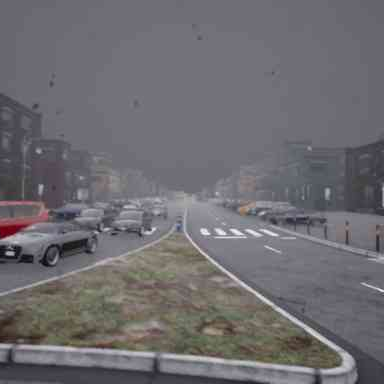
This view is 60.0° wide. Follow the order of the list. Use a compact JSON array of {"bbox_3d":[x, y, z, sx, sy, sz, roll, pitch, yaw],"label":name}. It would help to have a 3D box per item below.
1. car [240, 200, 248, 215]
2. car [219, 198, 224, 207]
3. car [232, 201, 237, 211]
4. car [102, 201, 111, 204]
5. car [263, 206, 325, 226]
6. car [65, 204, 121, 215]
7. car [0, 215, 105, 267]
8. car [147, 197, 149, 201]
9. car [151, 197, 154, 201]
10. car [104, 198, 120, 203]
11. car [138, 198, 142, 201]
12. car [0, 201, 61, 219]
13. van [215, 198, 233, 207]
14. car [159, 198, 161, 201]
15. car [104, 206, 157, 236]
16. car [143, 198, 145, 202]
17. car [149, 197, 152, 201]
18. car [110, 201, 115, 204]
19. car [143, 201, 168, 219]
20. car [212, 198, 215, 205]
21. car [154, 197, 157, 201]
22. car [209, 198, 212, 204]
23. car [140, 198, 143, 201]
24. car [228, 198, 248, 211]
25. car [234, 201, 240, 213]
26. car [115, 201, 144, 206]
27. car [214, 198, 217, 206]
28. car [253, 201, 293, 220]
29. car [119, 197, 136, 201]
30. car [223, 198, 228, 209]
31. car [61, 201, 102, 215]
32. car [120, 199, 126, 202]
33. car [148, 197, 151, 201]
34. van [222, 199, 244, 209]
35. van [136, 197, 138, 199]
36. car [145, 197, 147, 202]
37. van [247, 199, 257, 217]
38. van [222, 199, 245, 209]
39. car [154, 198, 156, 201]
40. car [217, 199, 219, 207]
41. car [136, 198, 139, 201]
[{"bbox_3d":[8.925,2.260,42.825,4.553,1.767,2.185,1,-1,-1],"label":"car"},{"bbox_3d":[8.607,2.385,65.055,5.566,2.045,2.435,1,-1,-1],"label":"car"},{"bbox_3d":[8.819,2.446,48.380,4.892,1.521,2.231,1,-1,-1],"label":"car"},{"bbox_3d":[-11.132,1.933,33.348,5.008,1.535,2.097,1,-1,-1],"label":"car"},{"bbox_3d":[9.060,2.217,29.045,4.792,1.488,2.163,1,-1,-1],"label":"car"},{"bbox_3d":[-6.625,1.858,22.814,1.837,1.490,4.892,1,-1,2],"label":"car"},{"bbox_3d":[-5.203,1.753,12.219,1.994,1.385,4.181,1,-1,12],"label":"car"},{"bbox_3d":[-11.620,2.343,66.432,4.892,1.521,2.231,1,-1,-1],"label":"car"},{"bbox_3d":[-11.745,2.457,74.701,4.892,1.521,2.231,1,-1,-1],"label":"car"},{"bbox_3d":[-11.177,1.885,38.863,4.553,1.767,2.185,1,-1,-1],"label":"car"},{"bbox_3d":[-11.465,2.203,55.406,5.008,1.535,2.097,1,-1,-1],"label":"car"},{"bbox_3d":[-7.964,1.388,13.111,2.150,2.045,5.566,1,-1,14],"label":"car"},{"bbox_3d":[8.183,2.678,84.502,4.442,1.987,1.878,1,-1,-1],"label":"van"},{"bbox_3d":[-12.049,2.761,93.997,5.008,1.535,2.097,1,-1,-1],"label":"car"},{"bbox_3d":[-3.706,1.873,20.987,1.837,1.490,4.892,1,-1,3],"label":"car"},{"bbox_3d":[-11.572,2.144,60.920,4.553,1.767,2.185,1,-1,-1],"label":"car"},{"bbox_3d":[-11.703,2.418,71.945,4.892,1.521,2.231,1,-1,-1],"label":"car"},{"bbox_3d":[-11.167,2.012,36.103,4.674,1.452,2.002,1,-1,-1],"label":"car"},{"bbox_3d":[-3.608,2.050,35.617,2.128,1.511,4.902,1,-2,-1],"label":"car"},{"bbox_3d":[8.311,2.611,81.727,5.566,2.045,2.435,1,-1,-1],"label":"car"},{"bbox_3d":[-12.062,2.575,82.969,5.366,1.575,1.946,1,-1,-1],"label":"car"},{"bbox_3d":[8.192,2.741,90.060,5.566,2.045,2.435,1,-1,-1],"label":"car"},{"bbox_3d":[-11.530,2.110,58.164,4.553,1.767,2.185,1,-1,-1],"label":"car"},{"bbox_3d":[8.806,2.224,51.161,5.566,2.045,2.435,1,-1,-1],"label":"car"},{"bbox_3d":[8.846,2.416,45.726,5.008,1.535,2.097,1,-1,-1],"label":"car"},{"bbox_3d":[-6.612,2.071,35.605,1.812,1.442,4.674,0,-1,-1],"label":"car"},{"bbox_3d":[8.369,2.824,78.944,4.892,1.521,2.231,1,-1,-1],"label":"car"},{"bbox_3d":[9.045,2.153,34.482,4.553,1.767,2.185,1,-1,-1],"label":"car"},{"bbox_3d":[-11.359,1.857,47.137,5.566,2.045,2.435,1,-1,-1],"label":"car"},{"bbox_3d":[8.668,2.286,56.844,5.566,2.045,2.435,1,-1,-1],"label":"car"},{"bbox_3d":[-11.052,1.766,30.589,4.553,1.767,2.185,1,-1,-1],"label":"car"},{"bbox_3d":[-11.258,2.046,41.622,4.892,1.521,2.231,1,-1,-1],"label":"car"},{"bbox_3d":[-11.662,2.379,69.189,4.892,1.521,2.231,1,-1,-1],"label":"car"},{"bbox_3d":[8.616,2.483,70.613,4.442,1.987,1.878,1,-1,-1],"label":"van"},{"bbox_3d":[-11.298,1.947,52.653,4.442,1.987,1.878,1,-1,-1],"label":"van"},{"bbox_3d":[-11.551,2.180,63.678,4.553,1.767,2.185,1,-1,-1],"label":"car"},{"bbox_3d":[8.857,2.093,37.389,4.442,1.987,1.878,1,-1,-1],"label":"van"},{"bbox_3d":[8.422,2.442,67.833,4.442,1.987,1.878,1,-1,-1],"label":"van"},{"bbox_3d":[-11.832,2.578,80.213,4.674,1.452,2.002,1,-1,-1],"label":"car"},{"bbox_3d":[8.450,2.786,73.512,4.674,1.452,2.002,1,-1,-1],"label":"car"},{"bbox_3d":[-11.191,2.140,49.895,5.366,1.575,1.946,1,-1,-1],"label":"car"}]
